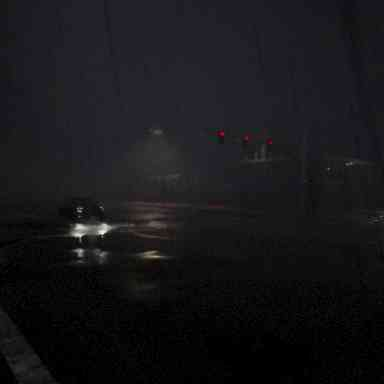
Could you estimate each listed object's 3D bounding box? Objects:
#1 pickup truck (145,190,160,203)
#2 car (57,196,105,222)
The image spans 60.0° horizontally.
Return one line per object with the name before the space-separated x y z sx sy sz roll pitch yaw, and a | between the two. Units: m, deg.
pickup truck | -7.143 0.775 59.444 2.390 2.098 6.274 1 0 -10
car | -8.021 1.142 23.941 2.097 1.767 4.553 1 0 -40
